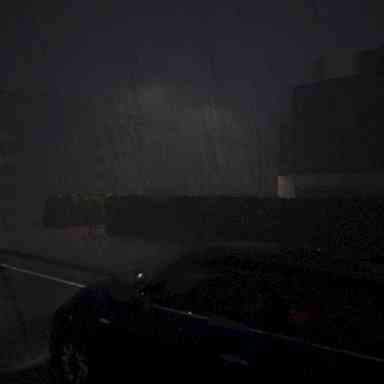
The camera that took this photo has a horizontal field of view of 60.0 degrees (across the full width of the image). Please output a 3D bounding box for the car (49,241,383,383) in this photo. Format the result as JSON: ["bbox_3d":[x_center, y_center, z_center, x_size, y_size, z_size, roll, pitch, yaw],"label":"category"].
[{"bbox_3d":[0.445,1.348,3.674,4.553,1.767,2.097,0,0,36],"label":"car"}]
